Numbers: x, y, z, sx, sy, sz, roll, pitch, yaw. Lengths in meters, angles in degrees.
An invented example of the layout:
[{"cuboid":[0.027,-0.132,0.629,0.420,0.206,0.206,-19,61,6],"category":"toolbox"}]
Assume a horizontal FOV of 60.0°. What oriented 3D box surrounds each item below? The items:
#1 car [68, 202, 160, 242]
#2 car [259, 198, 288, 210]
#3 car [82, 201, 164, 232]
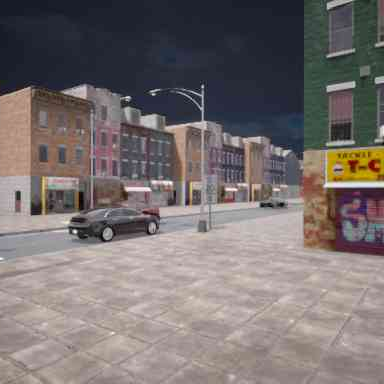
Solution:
[{"cuboid":[-3.602,1.443,16.217,1.837,1.490,4.892,0,0,36],"category":"car"},{"cuboid":[9.721,1.389,39.637,1.895,1.301,4.718,0,0,36],"category":"car"},{"cuboid":[-4.068,1.388,20.453,1.882,1.535,5.008,0,1,36],"category":"car"}]
